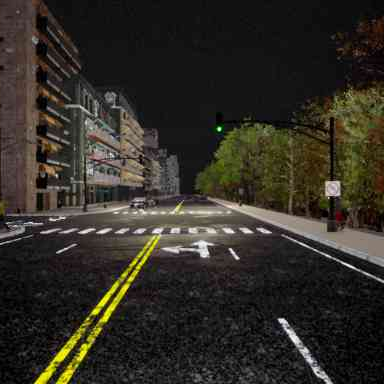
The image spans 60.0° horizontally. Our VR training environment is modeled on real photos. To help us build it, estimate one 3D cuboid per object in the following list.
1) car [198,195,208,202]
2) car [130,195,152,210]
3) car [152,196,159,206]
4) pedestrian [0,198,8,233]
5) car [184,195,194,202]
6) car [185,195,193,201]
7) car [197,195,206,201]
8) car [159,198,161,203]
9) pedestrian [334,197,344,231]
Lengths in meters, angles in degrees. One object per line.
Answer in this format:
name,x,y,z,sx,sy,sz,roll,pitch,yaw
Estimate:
car,2.592,1.560,74.536,2.128,1.511,4.902,0,0,-1
car,-6.988,1.509,44.070,2.128,1.511,4.902,0,0,0
car,-7.065,1.376,53.874,2.097,1.767,4.553,0,0,-1
pedestrian,-9.804,1.146,16.929,0.375,1.860,0.375,0,0,-1
car,-0.658,1.560,74.504,2.128,1.511,4.902,0,0,-1
car,-0.749,1.508,84.927,1.812,1.442,4.674,0,0,-1
car,2.500,1.509,84.955,2.128,1.511,4.902,0,0,-1
car,-7.114,1.633,64.134,1.895,1.301,4.718,0,0,0
pedestrian,7.812,1.147,17.782,0.375,1.860,0.375,0,0,-1
